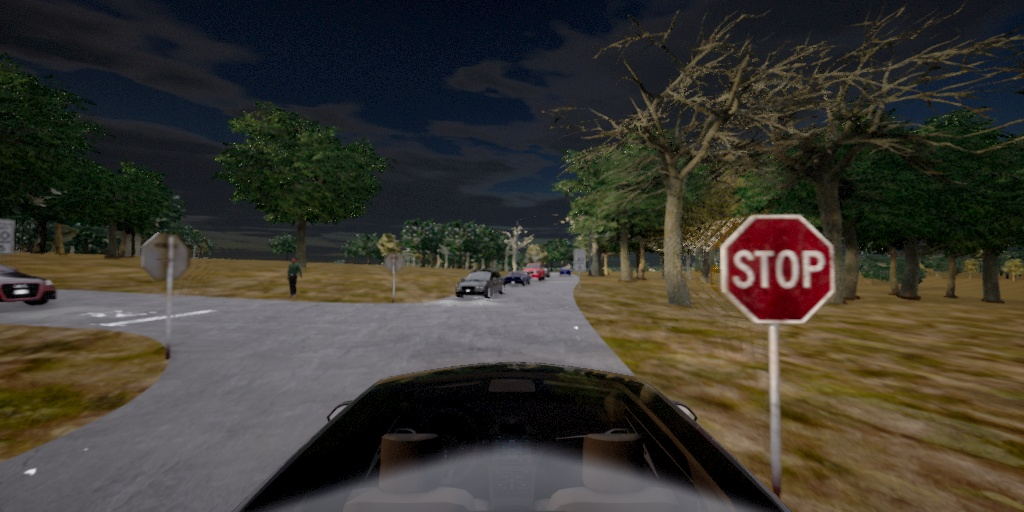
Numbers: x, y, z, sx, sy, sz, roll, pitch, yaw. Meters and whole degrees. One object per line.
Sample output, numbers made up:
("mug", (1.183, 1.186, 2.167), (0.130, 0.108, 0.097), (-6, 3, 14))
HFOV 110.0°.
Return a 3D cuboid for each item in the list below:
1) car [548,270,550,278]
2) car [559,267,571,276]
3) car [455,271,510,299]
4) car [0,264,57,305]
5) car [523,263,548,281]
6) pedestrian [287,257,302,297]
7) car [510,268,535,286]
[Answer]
("car", (4.536, 2.453, 52.439), (1.812, 1.442, 4.674), (0, -2, 10))
("car", (9.558, 2.776, 64.757), (1.882, 1.535, 5.008), (0, -2, 7))
("car", (-1.729, 1.611, 20.966), (1.837, 1.490, 4.892), (0, -1, 13))
("car", (-16.036, 0.757, 10.357), (4.181, 1.385, 1.994), (3, -2, 2))
("car", (2.602, 1.873, 42.290), (2.150, 2.045, 5.566), (0, -1, 12))
("pedestrian", (-10.049, 0.952, 16.502), (0.375, 1.860, 0.375), (0, -5, 2))
("car", (0.533, 1.992, 32.276), (1.895, 1.301, 4.718), (0, -2, 12))
